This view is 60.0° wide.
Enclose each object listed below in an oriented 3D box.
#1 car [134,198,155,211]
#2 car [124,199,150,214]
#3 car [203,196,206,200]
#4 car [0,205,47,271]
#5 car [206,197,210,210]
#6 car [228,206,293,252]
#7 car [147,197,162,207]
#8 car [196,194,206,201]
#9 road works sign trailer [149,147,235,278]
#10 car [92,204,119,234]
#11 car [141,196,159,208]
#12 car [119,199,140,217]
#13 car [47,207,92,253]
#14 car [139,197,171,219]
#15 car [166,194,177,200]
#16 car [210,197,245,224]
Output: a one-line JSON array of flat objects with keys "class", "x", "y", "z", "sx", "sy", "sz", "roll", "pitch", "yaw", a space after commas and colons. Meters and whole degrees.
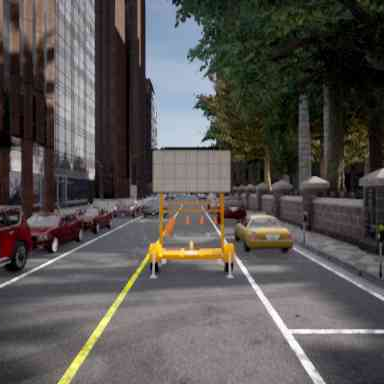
[{"class": "car", "x": -5.793, "y": 1.481, "z": 40.769, "sx": 1.887, "sy": 1.381, "sz": 4.507, "roll": 0, "pitch": 0, "yaw": 0}, {"class": "car", "x": -5.789, "y": 1.494, "z": 35.312, "sx": 2.008, "sy": 1.369, "sz": 4.403, "roll": 0, "pitch": 0, "yaw": 0}, {"class": "car", "x": 2.732, "y": 1.502, "z": 40.778, "sx": 1.947, "sy": 1.339, "sz": 4.313, "roll": 0, "pitch": 0, "yaw": 0}, {"class": "car", "x": -5.768, "y": 1.300, "z": 8.027, "sx": 2.192, "sy": 1.841, "sz": 5.009, "roll": 0, "pitch": 0, "yaw": 0}, {"class": "car", "x": 2.736, "y": 1.469, "z": 35.491, "sx": 1.752, "sy": 1.417, "sz": 4.829, "roll": 0, "pitch": 0, "yaw": 0}, {"class": "car", "x": 2.753, "y": 1.500, "z": 13.665, "sx": 1.752, "sy": 1.417, "sz": 4.829, "roll": 0, "pitch": 0, "yaw": 0}, {"class": "car", "x": -5.802, "y": 1.448, "z": 51.513, "sx": 1.752, "sy": 1.417, "sz": 4.829, "roll": 0, "pitch": 0, "yaw": 0}, {"class": "car", "x": 2.698, "y": 1.327, "z": 83.660, "sx": 1.967, "sy": 1.590, "sz": 4.097, "roll": 0, "pitch": 0, "yaw": 0}, {"class": "road works sign trailer", "x": -0.006, "y": 0.445, "z": 10.038, "sx": 2.380, "sy": 3.560, "sz": 2.880, "roll": 0, "pitch": 0, "yaw": 0}, {"class": "car", "x": -5.776, "y": 1.512, "z": 18.941, "sx": 1.887, "sy": 1.381, "sz": 4.507, "roll": 0, "pitch": 0, "yaw": 0}, {"class": "car", "x": -5.798, "y": 1.369, "z": 46.226, "sx": 1.967, "sy": 1.590, "sz": 4.097, "roll": 0, "pitch": 0, "yaw": 0}, {"class": "car", "x": -5.785, "y": 1.391, "z": 29.855, "sx": 1.967, "sy": 1.590, "sz": 4.097, "roll": 0, "pitch": 0, "yaw": 0}, {"class": "car", "x": -5.772, "y": 1.520, "z": 13.484, "sx": 1.887, "sy": 1.381, "sz": 4.507, "roll": 0, "pitch": 0, "yaw": 0}, {"class": "car", "x": -3.121, "y": 1.457, "z": 29.155, "sx": 1.837, "sy": 1.490, "sz": 4.892, "roll": 0, "pitch": 0, "yaw": 0}, {"class": "car", "x": -5.831, "y": 1.197, "z": 89.091, "sx": 2.192, "sy": 1.841, "sz": 5.009, "roll": 0, "pitch": 0, "yaw": 0}, {"class": "car", "x": 2.745, "y": 1.274, "z": 24.408, "sx": 2.192, "sy": 1.841, "sz": 5.009, "roll": 0, "pitch": 0, "yaw": 0}]
